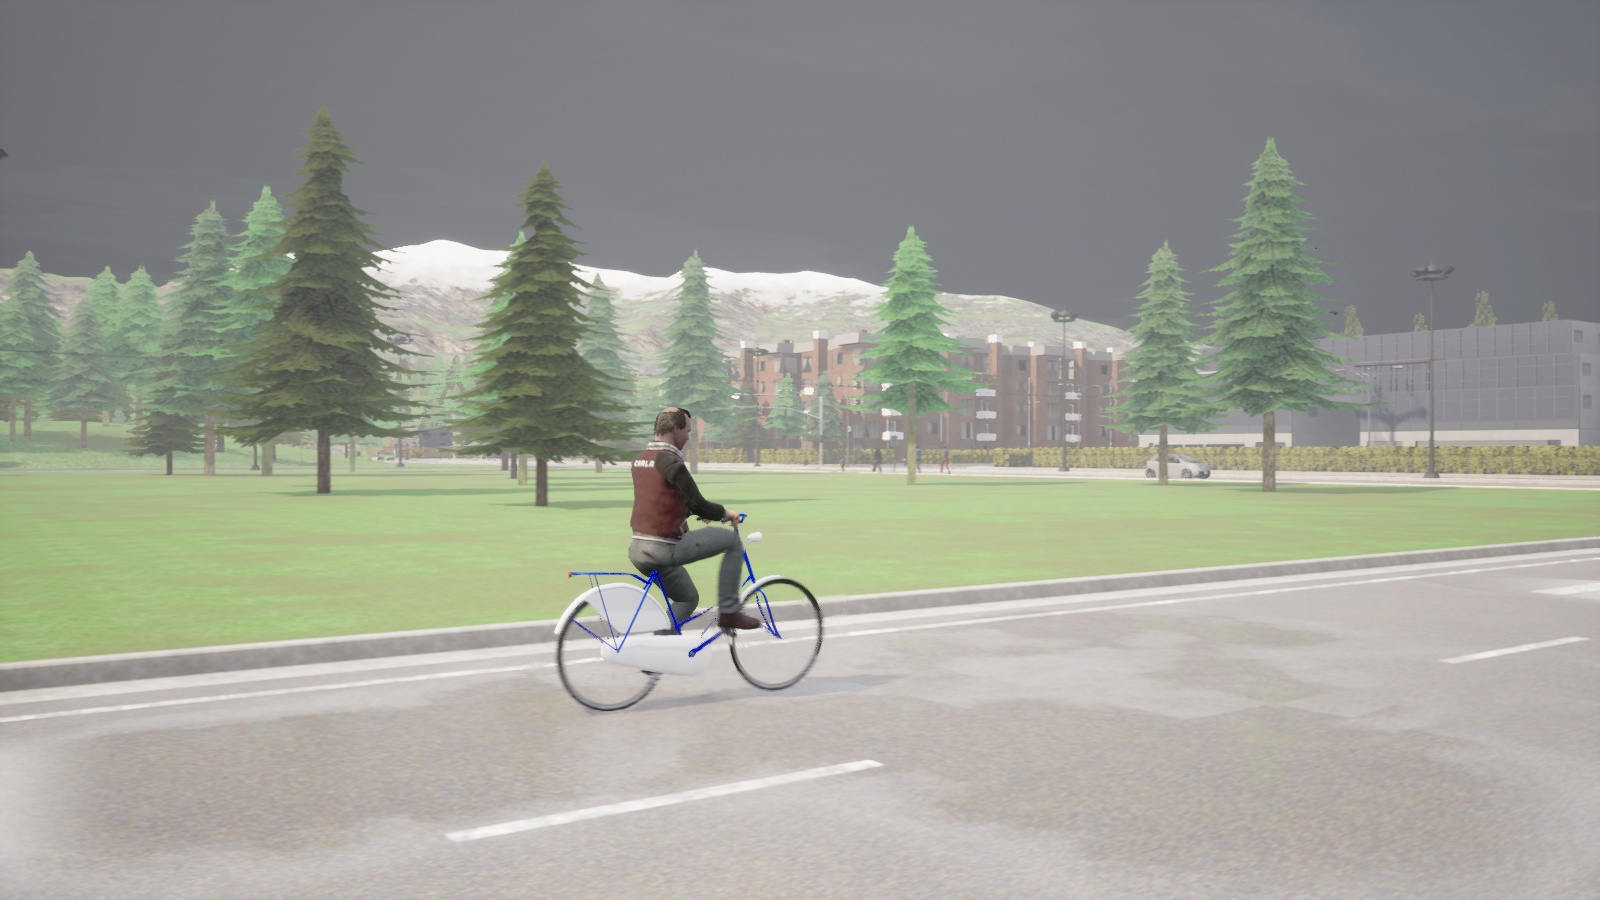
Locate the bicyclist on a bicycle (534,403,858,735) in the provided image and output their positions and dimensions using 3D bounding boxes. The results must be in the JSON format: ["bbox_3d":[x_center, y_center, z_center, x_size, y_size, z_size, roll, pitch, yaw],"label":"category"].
[{"bbox_3d":[-0.588,0.635,7.514,1.843,1.776,0.659,0,0,-35],"label":"bicyclist on a bicycle"}]

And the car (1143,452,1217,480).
[{"bbox_3d":[21.374,0.887,70.744,1.845,1.501,3.633,0,0,-35],"label":"car"}]

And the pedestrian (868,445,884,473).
[{"bbox_3d":[5.050,0.578,83.592,0.634,1.844,0.899,0,0,-35],"label":"pedestrian"}]
